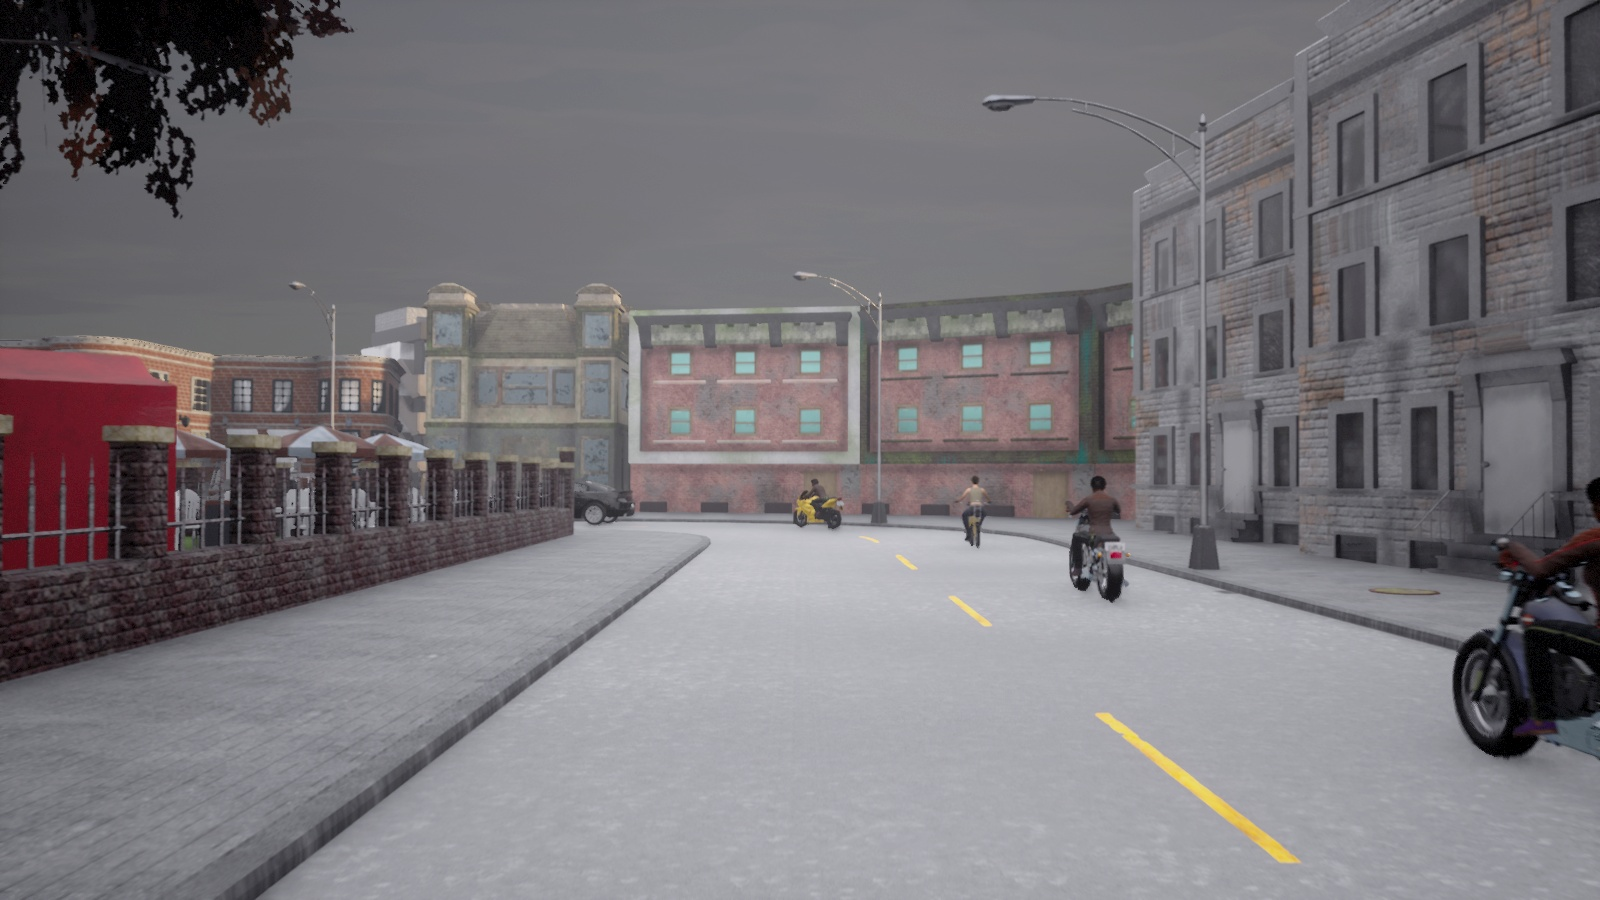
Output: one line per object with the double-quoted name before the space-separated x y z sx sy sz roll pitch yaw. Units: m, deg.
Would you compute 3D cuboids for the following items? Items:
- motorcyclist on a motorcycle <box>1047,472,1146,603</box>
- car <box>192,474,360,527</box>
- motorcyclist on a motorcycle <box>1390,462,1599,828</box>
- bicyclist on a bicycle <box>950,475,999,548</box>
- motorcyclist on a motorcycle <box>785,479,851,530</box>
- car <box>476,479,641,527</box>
"motorcyclist on a motorcycle" 3.957 1.128 16.949 0.766 1.649 2.350 0 -1 0
"car" -17.224 1.643 41.490 4.611 1.667 2.242 0 -1 0
"motorcyclist on a motorcycle" 3.983 0.899 6.461 0.766 1.649 2.350 0 -1 0
"bicyclist on a bicycle" 3.934 1.364 28.383 0.866 1.612 1.509 0 -1 0
"motorcyclist on a motorcycle" 0.542 1.645 38.442 2.044 1.523 0.797 -1 -2 44
"car" -7.925 1.739 41.462 5.008 1.535 1.882 0 -1 6
